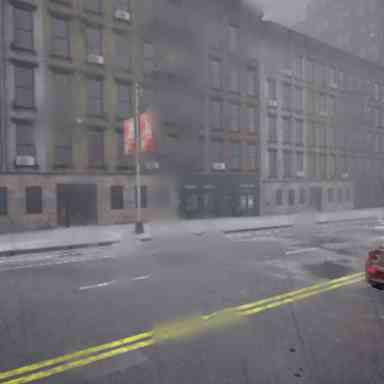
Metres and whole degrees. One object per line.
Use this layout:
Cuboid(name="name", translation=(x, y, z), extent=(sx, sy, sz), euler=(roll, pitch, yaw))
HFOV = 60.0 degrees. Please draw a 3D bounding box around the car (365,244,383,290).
Cuboid(name="car", translation=(5.802, 1.488, 7.633), extent=(4.674, 1.442, 1.812), euler=(0, 0, -35))
